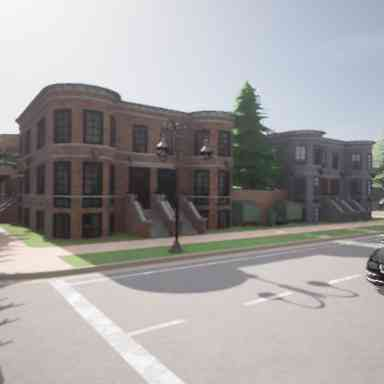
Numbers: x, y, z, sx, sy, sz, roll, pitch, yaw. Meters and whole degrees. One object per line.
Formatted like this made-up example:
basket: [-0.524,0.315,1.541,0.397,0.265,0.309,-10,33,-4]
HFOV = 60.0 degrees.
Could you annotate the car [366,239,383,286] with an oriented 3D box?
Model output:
car: [6.366,1.610,8.523,4.892,1.490,1.837,1,0,-36]
